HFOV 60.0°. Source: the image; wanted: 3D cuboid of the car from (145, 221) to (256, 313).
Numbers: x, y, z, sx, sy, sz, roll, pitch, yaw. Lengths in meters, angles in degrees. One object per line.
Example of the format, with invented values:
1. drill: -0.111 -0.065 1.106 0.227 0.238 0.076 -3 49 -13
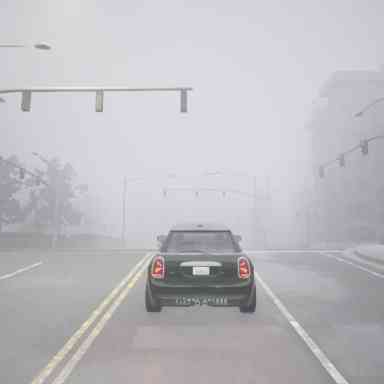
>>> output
1. car: 0.180 1.489 8.147 2.097 1.767 4.553 0 -1 0

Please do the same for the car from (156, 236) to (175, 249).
1. car: -3.110 6.074 39.731 1.837 1.490 4.892 0 -10 1

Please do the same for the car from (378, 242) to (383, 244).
1. car: 17.229 4.286 26.184 4.892 1.490 1.837 5 -10 1
